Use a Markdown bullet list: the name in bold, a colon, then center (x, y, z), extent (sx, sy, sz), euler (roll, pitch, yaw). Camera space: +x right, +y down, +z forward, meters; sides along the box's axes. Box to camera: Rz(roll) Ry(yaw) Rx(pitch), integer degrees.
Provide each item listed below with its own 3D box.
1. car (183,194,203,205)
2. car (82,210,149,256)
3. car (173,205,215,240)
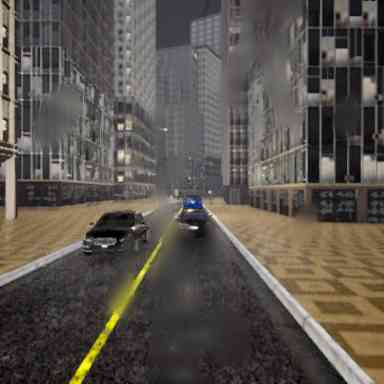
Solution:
- **car**: center (0.102, 1.263, 38.536), extent (2.150, 2.045, 5.566), euler (0, 0, 0)
- **car**: center (-2.846, 1.512, 13.268), extent (1.837, 1.490, 4.892), euler (0, 0, 0)
- **car**: center (0.100, 1.575, 16.969), extent (1.994, 1.385, 4.181), euler (0, 0, 0)
